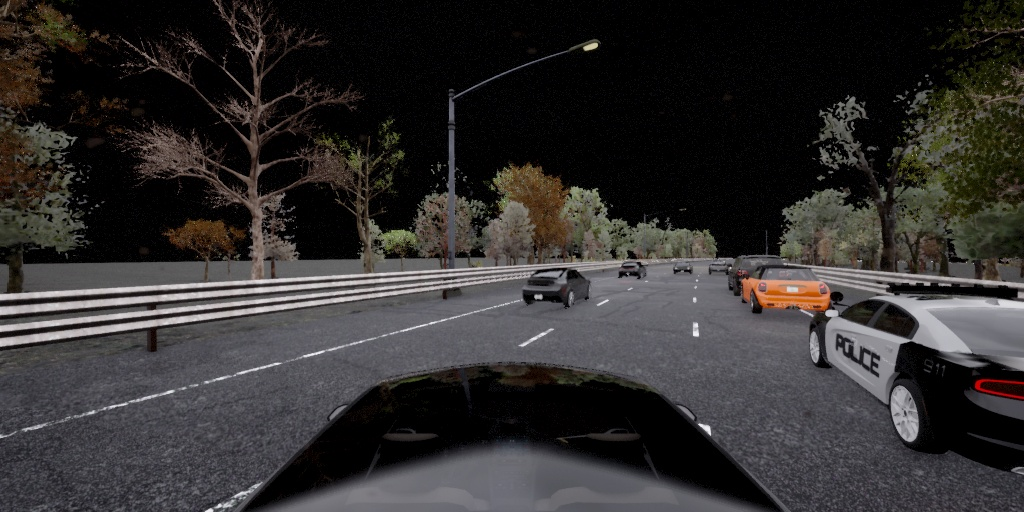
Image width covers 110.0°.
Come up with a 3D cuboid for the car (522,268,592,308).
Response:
[{"bbox_3d":[2.067,1.255,15.345,1.837,1.490,4.892,0,0,27],"label":"car"}]

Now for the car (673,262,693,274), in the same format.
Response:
[{"bbox_3d":[19.490,1.369,40.728,1.895,1.301,4.718,0,0,29],"label":"car"}]

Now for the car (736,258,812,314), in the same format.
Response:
[{"bbox_3d":[9.987,1.102,13.431,2.097,1.767,4.553,0,0,27],"label":"car"}]

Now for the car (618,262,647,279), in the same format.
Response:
[{"bbox_3d":[10.889,1.263,32.263,1.837,1.490,4.892,0,0,28],"label":"car"}]

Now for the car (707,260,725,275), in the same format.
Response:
[{"bbox_3d":[22.610,1.261,39.273,2.128,1.511,4.902,0,0,30],"label":"car"}]

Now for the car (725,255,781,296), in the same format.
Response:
[{"bbox_3d":[12.723,0.978,18.754,2.150,2.045,5.566,0,0,27],"label":"car"}]

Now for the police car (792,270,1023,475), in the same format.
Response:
[{"bbox_3d":[5.627,1.175,4.727,1.930,1.638,5.238,0,0,26],"label":"police car"}]

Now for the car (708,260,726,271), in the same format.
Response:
[{"bbox_3d":[29.119,1.333,50.884,2.033,1.411,5.357,0,0,30],"label":"car"}]
